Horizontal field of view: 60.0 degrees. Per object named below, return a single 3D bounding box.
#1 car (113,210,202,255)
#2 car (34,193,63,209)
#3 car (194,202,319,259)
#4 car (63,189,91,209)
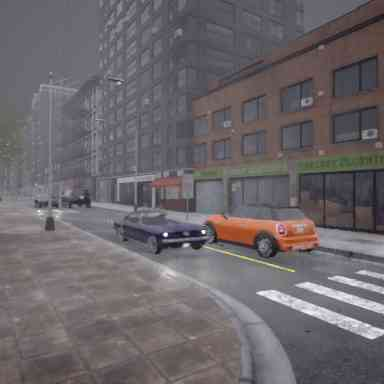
[{"bbox_3d":[-1.362,1.391,12.668,1.895,1.301,4.718,0,1,-32],"label":"car"},{"bbox_3d":[-15.033,0.916,34.292,1.882,1.535,5.008,0,0,-32],"label":"car"},{"bbox_3d":[2.307,1.194,12.391,2.097,1.767,4.553,0,1,-32],"label":"car"},{"bbox_3d":[-12.594,0.675,35.926,2.150,2.045,5.566,0,0,-32],"label":"car"}]
